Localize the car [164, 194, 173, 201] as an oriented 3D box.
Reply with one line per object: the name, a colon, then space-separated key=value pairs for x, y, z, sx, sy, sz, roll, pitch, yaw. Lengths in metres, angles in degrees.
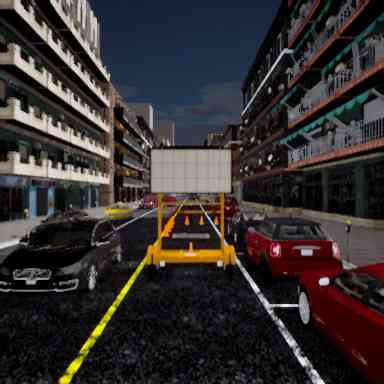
car: x=-5.927 y=1.330 z=82.927 sx=1.967 sy=1.590 sz=4.097 roll=0 pitch=0 yaw=0

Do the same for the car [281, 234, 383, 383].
car: x=2.682 y=1.541 z=4.039 sx=1.887 sy=1.381 sz=4.507 roll=0 pitch=0 yaw=0

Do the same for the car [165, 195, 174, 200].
car: x=-5.944 y=1.426 z=88.565 sx=1.887 sy=1.381 sz=4.507 roll=0 pitch=0 yaw=0

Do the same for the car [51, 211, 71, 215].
car: x=-5.732 y=1.550 z=15.290 sx=1.947 sy=1.339 sz=4.313 roll=0 pitch=0 yaw=0

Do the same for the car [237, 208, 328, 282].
car: x=2.665 y=1.430 z=9.676 sx=1.967 sy=1.590 sz=4.097 roll=0 pitch=0 yaw=0

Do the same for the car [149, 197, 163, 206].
car: x=-5.847 y=1.514 z=54.747 sx=1.802 sy=1.307 sz=4.206 roll=0 pitch=0 yaw=0

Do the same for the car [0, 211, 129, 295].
car: x=-3.124 y=1.496 z=8.868 sx=1.837 sy=1.490 sz=4.892 roll=0 pitch=0 yaw=0

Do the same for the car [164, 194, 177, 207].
car: x=-3.235 y=1.416 z=50.146 sx=1.882 sy=1.535 sz=5.008 roll=0 pitch=0 yaw=0

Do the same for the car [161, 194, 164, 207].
car: x=-5.829 y=1.255 z=49.110 sx=2.192 sy=1.841 sz=5.009 roll=0 pitch=0 yaw=0

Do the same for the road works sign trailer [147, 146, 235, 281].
road works sign trailer: x=-0.027 y=0.454 z=9.799 sx=2.380 sy=3.560 sz=2.880 roll=0 pitch=0 yaw=0

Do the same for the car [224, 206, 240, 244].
car: x=2.649 y=1.534 z=15.311 sx=2.008 sy=1.369 sz=4.403 roll=0 pitch=0 yaw=0

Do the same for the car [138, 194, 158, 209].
car: x=-5.813 y=1.388 z=43.474 sx=1.967 sy=1.590 sz=4.097 roll=0 pitch=0 yaw=0

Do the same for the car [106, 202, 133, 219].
car: x=-5.764 y=1.496 z=26.393 sx=1.752 sy=1.417 sz=4.829 roll=0 pitch=0 yaw=0

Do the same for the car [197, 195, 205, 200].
car: x=2.437 y=1.426 z=88.584 sx=1.887 sy=1.381 sz=4.507 roll=0 pitch=0 yaw=0

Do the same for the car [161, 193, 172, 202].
car: x=-5.910 y=1.214 z=77.291 sx=2.192 sy=1.841 sz=5.009 roll=0 pitch=0 yaw=0

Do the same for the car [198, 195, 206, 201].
car: x=2.469 y=1.424 z=77.482 sx=1.752 sy=1.417 sz=4.829 roll=0 pitch=0 yaw=0

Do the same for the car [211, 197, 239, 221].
car: x=2.617 y=1.285 z=26.584 sx=2.192 sy=1.841 sz=5.009 roll=0 pitch=0 yaw=0
